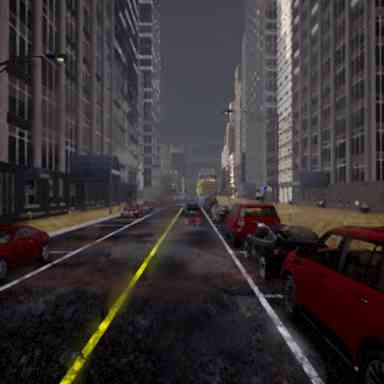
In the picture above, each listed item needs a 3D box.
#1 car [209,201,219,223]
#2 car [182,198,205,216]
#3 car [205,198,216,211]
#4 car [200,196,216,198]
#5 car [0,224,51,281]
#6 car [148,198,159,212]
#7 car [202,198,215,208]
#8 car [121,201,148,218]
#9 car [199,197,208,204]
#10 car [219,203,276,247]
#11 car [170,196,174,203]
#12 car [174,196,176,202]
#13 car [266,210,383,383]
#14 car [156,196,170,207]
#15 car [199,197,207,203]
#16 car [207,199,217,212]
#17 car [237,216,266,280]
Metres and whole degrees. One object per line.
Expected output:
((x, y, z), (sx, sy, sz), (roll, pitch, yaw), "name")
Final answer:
((2.693, 1.701, 26.558), (2.008, 1.369, 4.403), (0, 0, 0), "car")
((0.002, 1.690, 35.089), (2.128, 1.511, 4.902), (0, 0, 0), "car")
((2.693, 1.809, 43.176), (1.947, 1.339, 4.313), (0, 0, 0), "car")
((2.694, 1.589, 48.716), (2.192, 1.841, 5.009), (0, 0, 0), "car")
((-5.687, 1.639, 9.940), (1.802, 1.307, 4.206), (0, 0, 0), "car")
((-5.688, 1.824, 43.175), (1.802, 1.307, 4.206), (0, 0, 0), "car")
((2.692, 1.744, 54.255), (1.967, 1.590, 4.097), (0, 0, 0), "car")
((-5.687, 1.763, 32.097), (1.802, 1.307, 4.206), (0, 0, 0), "car")
((2.692, 1.866, 76.412), (1.967, 1.590, 4.097), (0, 0, 0), "car")
((2.695, 1.403, 15.481), (2.192, 1.841, 5.009), (0, 0, 0), "car")
((-5.689, 1.970, 76.411), (1.887, 1.381, 4.507), (0, 0, 0), "car")
((-5.690, 2.061, 93.028), (1.887, 1.381, 4.507), (0, 0, 0), "car")
((2.694, 1.341, 4.403), (2.192, 1.841, 5.009), (0, 0, 0), "car")
((-5.687, 1.649, 59.794), (2.192, 1.841, 5.009), (0, 0, 0), "car")
((2.691, 1.983, 82.120), (1.752, 1.417, 4.829), (0, 0, 0), "car")
((2.693, 1.707, 32.268), (1.752, 1.417, 4.829), (0, 0, 0), "car")
((2.694, 1.623, 9.941), (1.947, 1.339, 4.313), (0, 0, 0), "car")
